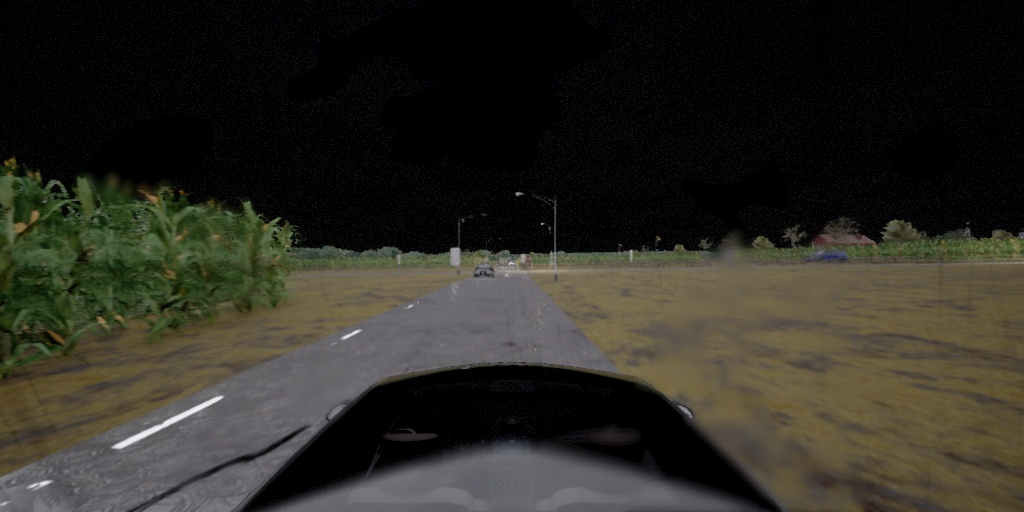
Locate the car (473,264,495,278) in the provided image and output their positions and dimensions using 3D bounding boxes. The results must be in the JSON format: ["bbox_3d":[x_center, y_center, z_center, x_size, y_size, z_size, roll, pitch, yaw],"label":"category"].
[{"bbox_3d":[-2.816,1.548,37.029,1.994,1.385,4.181,0,-1,0],"label":"car"}]
